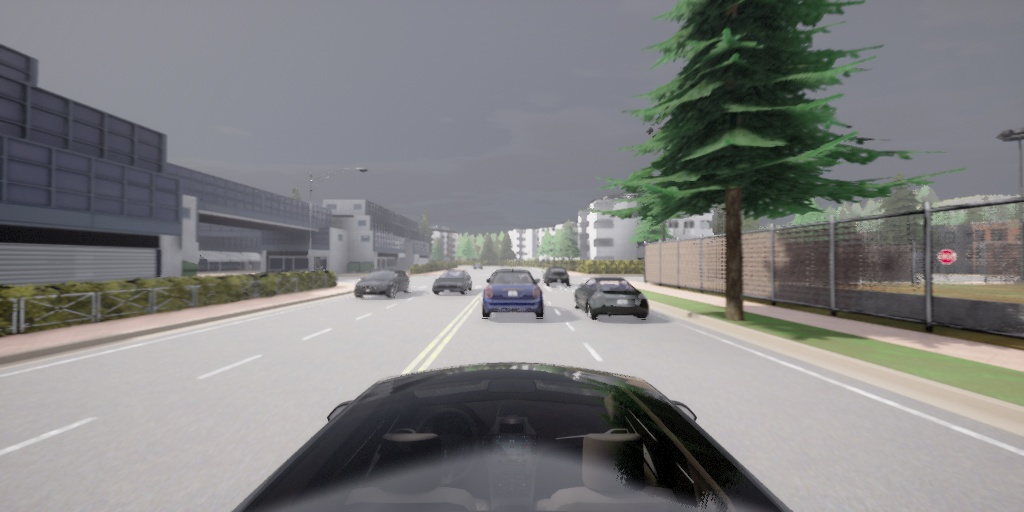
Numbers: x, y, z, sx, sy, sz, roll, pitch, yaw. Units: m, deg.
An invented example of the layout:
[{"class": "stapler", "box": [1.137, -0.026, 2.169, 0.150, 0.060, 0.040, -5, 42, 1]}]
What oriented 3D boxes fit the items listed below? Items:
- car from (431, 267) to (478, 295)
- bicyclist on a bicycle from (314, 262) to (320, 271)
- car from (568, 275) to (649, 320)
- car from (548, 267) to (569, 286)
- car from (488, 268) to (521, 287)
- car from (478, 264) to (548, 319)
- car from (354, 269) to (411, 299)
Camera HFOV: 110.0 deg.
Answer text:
[{"class": "car", "box": [-3.526, 1.573, 22.196, 2.033, 1.411, 5.357, 0, -1, 1]}, {"class": "bicyclist on a bicycle", "box": [-25.422, 1.659, 46.768, 0.582, 1.620, 1.656, 0, -1, 0]}, {"class": "car", "box": [3.541, 1.471, 13.477, 1.994, 1.385, 4.181, 0, -1, 0]}, {"class": "car", "box": [3.541, 1.625, 29.155, 1.837, 1.490, 4.892, 0, 0, 1]}, {"class": "car", "box": [-0.693, 1.685, 29.259, 1.994, 1.385, 4.181, 0, -1, -11]}, {"class": "car", "box": [0.043, 1.265, 13.794, 2.097, 1.767, 4.553, 0, -1, 0]}, {"class": "car", "box": [-7.048, 1.502, 20.006, 1.837, 1.490, 4.892, 0, -1, 0]}]
